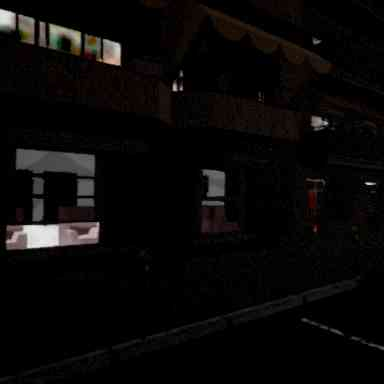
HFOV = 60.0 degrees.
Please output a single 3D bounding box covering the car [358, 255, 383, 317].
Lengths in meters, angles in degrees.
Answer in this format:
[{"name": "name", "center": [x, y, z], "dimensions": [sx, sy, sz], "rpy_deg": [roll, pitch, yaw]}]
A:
[{"name": "car", "center": [4.982, 1.564, 6.406], "dimensions": [4.313, 1.339, 1.947], "rpy_deg": [0, 1, -35]}]
